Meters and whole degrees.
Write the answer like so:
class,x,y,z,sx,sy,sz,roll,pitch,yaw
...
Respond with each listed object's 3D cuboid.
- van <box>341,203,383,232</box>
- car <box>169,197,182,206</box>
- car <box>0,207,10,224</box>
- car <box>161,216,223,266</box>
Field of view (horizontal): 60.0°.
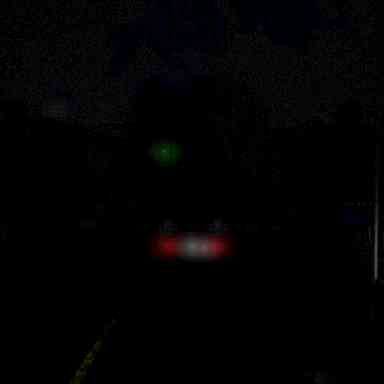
class,x,y,z,sx,sy,sz,roll,pitch,yaw
van,11.772,1.590,21.454,3.998,1.788,1.690,1,1,0
car,-2.805,1.570,57.001,1.882,1.535,5.008,0,0,0
car,-14.587,1.234,21.472,5.009,1.841,2.192,1,1,0
car,0.028,1.530,11.466,2.033,1.411,5.357,0,0,1
